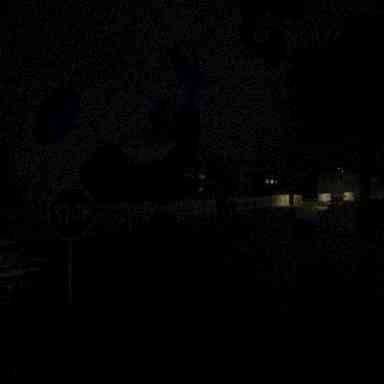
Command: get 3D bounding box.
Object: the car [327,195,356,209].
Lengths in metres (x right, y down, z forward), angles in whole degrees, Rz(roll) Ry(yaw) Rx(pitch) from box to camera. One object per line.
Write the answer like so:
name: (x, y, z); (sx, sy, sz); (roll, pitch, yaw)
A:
car: (17.096, 1.277, 38.445); (2.033, 1.411, 5.357); (0, 0, 35)

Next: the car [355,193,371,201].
car: (25.487, 0.987, 50.029); (2.097, 1.767, 4.553); (0, 0, 36)
